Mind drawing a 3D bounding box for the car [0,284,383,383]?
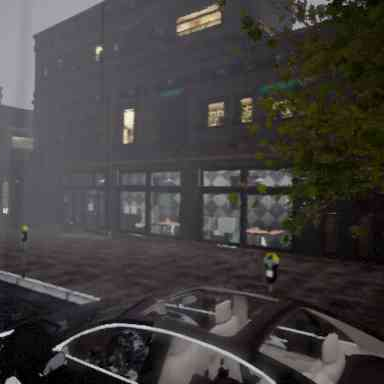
[{"bbox_3d":[-0.044,1.551,2.904,4.403,1.369,2.008,0,1,35],"label":"car"}]
